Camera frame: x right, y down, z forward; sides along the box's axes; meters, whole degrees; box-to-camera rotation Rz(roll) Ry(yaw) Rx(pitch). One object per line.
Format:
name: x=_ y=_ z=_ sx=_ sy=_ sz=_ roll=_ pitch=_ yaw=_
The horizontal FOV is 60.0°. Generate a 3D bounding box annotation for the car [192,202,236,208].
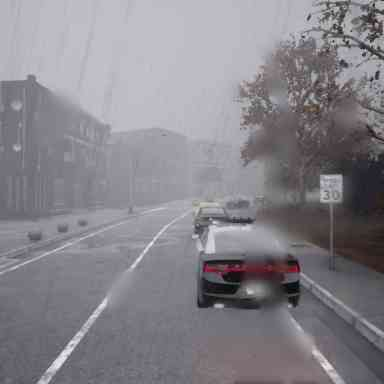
car: x=1.042 y=1.509 z=17.937 sx=1.837 sy=1.490 sz=4.892 roll=0 pitch=0 yaw=1

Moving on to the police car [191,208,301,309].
police car: x=1.033 y=1.427 z=8.091 sx=1.930 sy=1.638 sz=5.238 roll=0 pitch=0 yaw=0

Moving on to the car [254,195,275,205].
car: x=12.050 y=1.290 z=55.330 sx=1.837 sy=1.490 sz=4.892 roll=-1 pitch=1 yaw=40

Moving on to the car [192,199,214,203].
car: x=1.262 y=1.481 z=23.783 sx=1.882 sy=1.535 sz=5.008 roll=0 pitch=0 yaw=4

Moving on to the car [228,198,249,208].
car: x=6.399 y=1.518 z=46.172 sx=1.895 sy=1.301 sz=4.718 roll=0 pitch=0 yaw=28

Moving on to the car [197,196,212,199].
car: x=1.678 y=1.437 z=50.133 sx=2.128 sy=1.511 sz=4.902 roll=-1 pitch=0 yaw=27
